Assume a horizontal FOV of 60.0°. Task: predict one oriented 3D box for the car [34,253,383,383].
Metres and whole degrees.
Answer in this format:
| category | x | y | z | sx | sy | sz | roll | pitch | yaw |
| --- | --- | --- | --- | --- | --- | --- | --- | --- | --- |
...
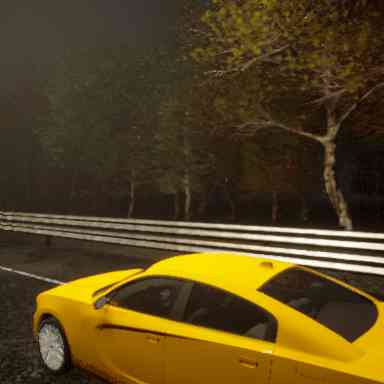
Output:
| category | x | y | z | sx | sy | sz | roll | pitch | yaw |
| --- | --- | --- | --- | --- | --- | --- | --- | --- | --- |
| car | 0.105 | 1.492 | 3.925 | 5.008 | 1.535 | 1.882 | 0 | 0 | 36 |
